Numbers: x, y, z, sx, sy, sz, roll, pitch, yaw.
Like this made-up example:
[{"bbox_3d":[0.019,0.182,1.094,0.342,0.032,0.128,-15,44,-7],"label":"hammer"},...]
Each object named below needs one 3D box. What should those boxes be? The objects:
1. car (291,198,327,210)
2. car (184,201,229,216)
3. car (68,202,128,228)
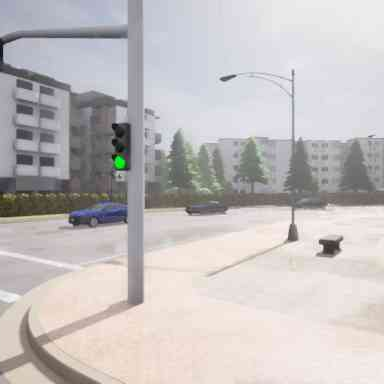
[{"bbox_3d":[14.984,1.471,42.616,5.008,1.535,1.882,0,0,-26],"label":"car"},{"bbox_3d":[1.464,1.592,32.686,1.895,1.301,4.718,0,0,44],"label":"car"},{"bbox_3d":[-5.984,1.468,22.629,1.882,1.535,5.008,0,0,34],"label":"car"}]
